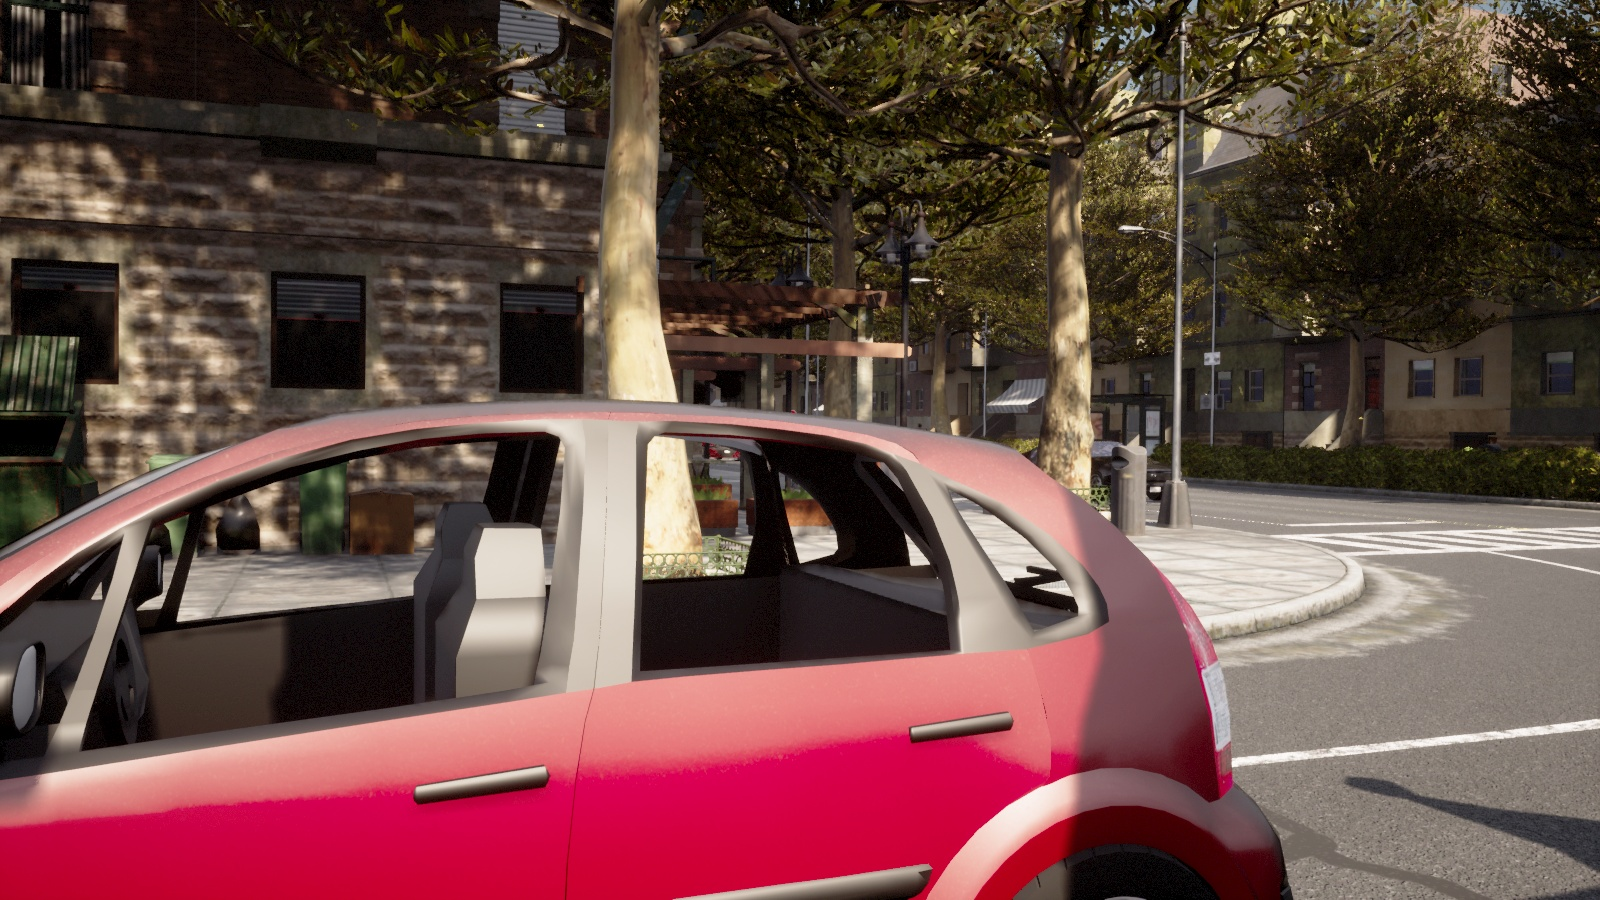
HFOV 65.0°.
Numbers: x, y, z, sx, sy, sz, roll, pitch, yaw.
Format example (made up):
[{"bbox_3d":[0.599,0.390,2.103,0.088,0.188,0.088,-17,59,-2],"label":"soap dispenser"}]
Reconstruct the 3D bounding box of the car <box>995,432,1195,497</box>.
[{"bbox_3d":[6.935,0.279,30.226,2.033,1.411,5.357,-1,1,-21],"label":"car"}]

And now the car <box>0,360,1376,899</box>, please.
[{"bbox_3d":[-0.947,0.660,2.878,3.988,1.617,1.851,-1,1,-21],"label":"car"}]
